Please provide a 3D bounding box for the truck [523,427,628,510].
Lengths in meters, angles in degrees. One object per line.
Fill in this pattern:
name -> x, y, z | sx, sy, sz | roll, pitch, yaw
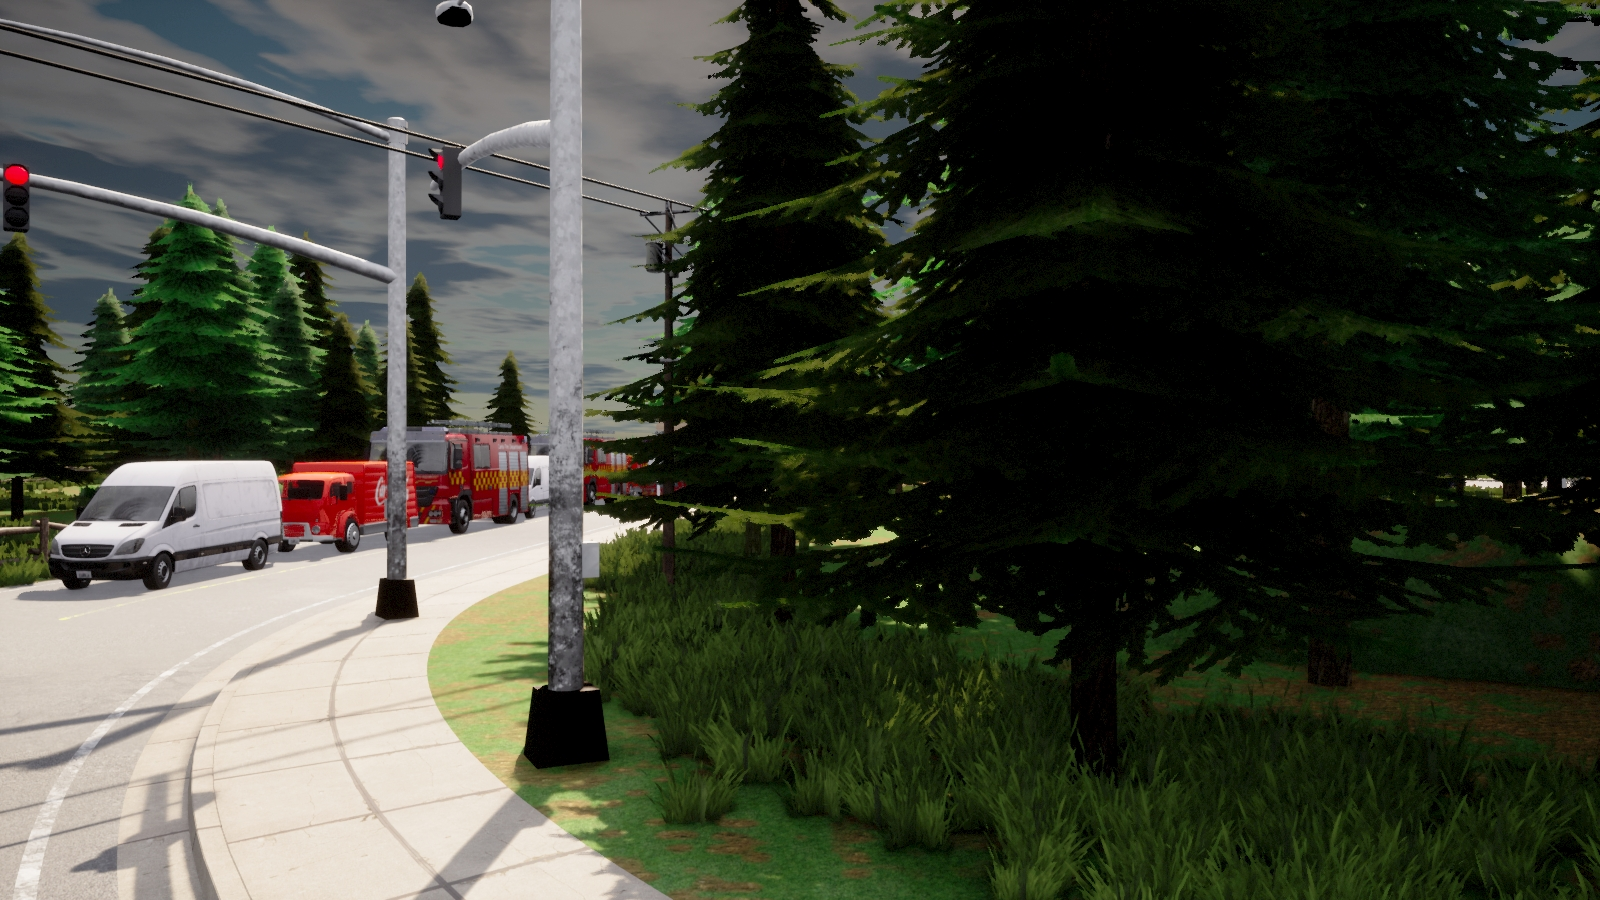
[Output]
truck -> -11.032, 0.857, 57.185 | 2.891, 3.827, 8.468 | 0, 0, 5

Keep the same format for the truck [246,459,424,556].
truck -> -13.132, 1.537, 32.745 | 2.627, 2.467, 5.204 | 0, 0, 5

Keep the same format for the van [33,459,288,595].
van -> -13.699, 1.508, 25.050 | 1.988, 2.561, 5.915 | 0, 0, 3

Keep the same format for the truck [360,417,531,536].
truck -> -12.433, 0.864, 41.046 | 2.891, 3.827, 8.468 | 0, 0, 5
